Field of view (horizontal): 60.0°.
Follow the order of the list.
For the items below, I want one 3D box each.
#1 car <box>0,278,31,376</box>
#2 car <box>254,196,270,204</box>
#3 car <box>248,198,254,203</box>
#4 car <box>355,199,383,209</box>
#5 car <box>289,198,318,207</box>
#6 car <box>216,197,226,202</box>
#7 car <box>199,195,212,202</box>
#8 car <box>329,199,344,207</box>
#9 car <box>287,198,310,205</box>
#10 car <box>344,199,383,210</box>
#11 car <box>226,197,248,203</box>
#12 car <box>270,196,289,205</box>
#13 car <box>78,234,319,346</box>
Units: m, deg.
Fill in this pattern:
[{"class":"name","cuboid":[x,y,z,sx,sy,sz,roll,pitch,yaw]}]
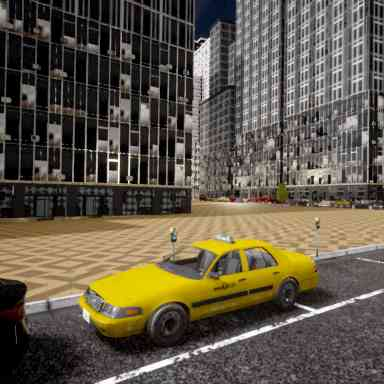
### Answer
[{"class":"car","cuboid":[-3.954,1.565,3.265,4.313,1.339,1.947,0,1,-36]},{"class":"car","cuboid":[17.217,1.753,77.265,2.192,1.841,5.009,1,-1,-22]},{"class":"car","cuboid":[15.103,2.051,82.443,1.802,1.307,4.206,1,-1,-22]},{"class":"car","cuboid":[27.765,1.833,51.356,2.008,1.369,4.403,1,-1,-22]},{"class":"car","cuboid":[18.363,1.715,53.552,2.008,1.369,4.403,1,-1,-22]},{"class":"car","cuboid":[7.881,1.845,79.289,1.752,1.417,4.829,1,-1,-22]},{"class":"car","cuboid":[3.601,1.698,89.806,2.192,1.841,5.009,1,-1,-22]},{"class":"car","cuboid":[25.591,1.840,56.695,1.752,1.417,4.829,1,-1,-22]},{"class":"car","cuboid":[21.434,1.927,66.900,2.008,1.369,4.403,1,-1,-22]},{"class":"car","cuboid":[22.581,1.653,43.194,2.008,1.369,4.403,1,-1,-22]},{"class":"car","cuboid":[9.927,1.729,74.269,1.967,1.590,4.097,1,-1,-22]},{"class":"car","cuboid":[16.255,1.636,58.732,1.967,1.590,4.097,1,-1,-22]},{"class":"car","cuboid":[0.410,1.528,6.323,4.829,1.417,1.752,0,1,-35]}]
